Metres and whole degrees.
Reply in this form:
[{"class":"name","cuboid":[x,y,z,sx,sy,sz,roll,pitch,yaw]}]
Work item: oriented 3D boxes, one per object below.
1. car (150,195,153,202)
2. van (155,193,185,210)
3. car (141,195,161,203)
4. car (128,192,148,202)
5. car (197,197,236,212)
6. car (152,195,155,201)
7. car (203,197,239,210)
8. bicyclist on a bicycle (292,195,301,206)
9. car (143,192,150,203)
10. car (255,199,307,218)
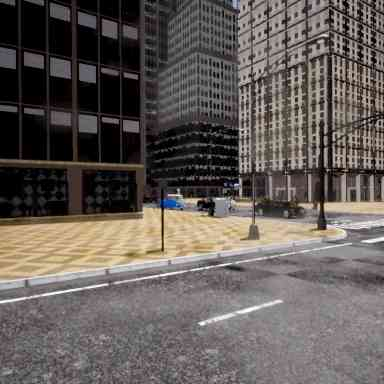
[{"class":"car","cuboid":[-4.736,1.036,57.999,2.192,1.841,5.009,0,0,-34]},{"class":"van","cuboid":[-2.376,1.211,39.539,1.690,1.788,3.998,0,0,-34]},{"class":"car","cuboid":[-7.837,1.239,62.590,1.887,1.381,4.507,0,0,-34]},{"class":"car","cuboid":[-10.939,0.982,67.179,2.192,1.841,5.009,0,0,-34]},{"class":"car","cuboid":[2.432,1.362,37.042,2.128,1.511,4.902,-1,1,-34]},{"class":"car","cuboid":[-3.219,1.349,45.420,1.812,1.442,4.674,-1,1,-34]},{"class":"car","cuboid":[3.510,1.357,41.142,1.812,1.442,4.674,-1,1,-34]},{"class":"bicyclist on a bicycle","cuboid":[12.012,1.119,38.461,1.656,1.620,0.582,-1,1,-34]},{"class":"car","cuboid":[-9.120,1.230,59.814,1.837,1.490,4.892,-1,1,-34]},{"class":"car","cuboid":[7.707,1.420,29.234,1.837,1.490,4.892,-1,1,-34]}]
